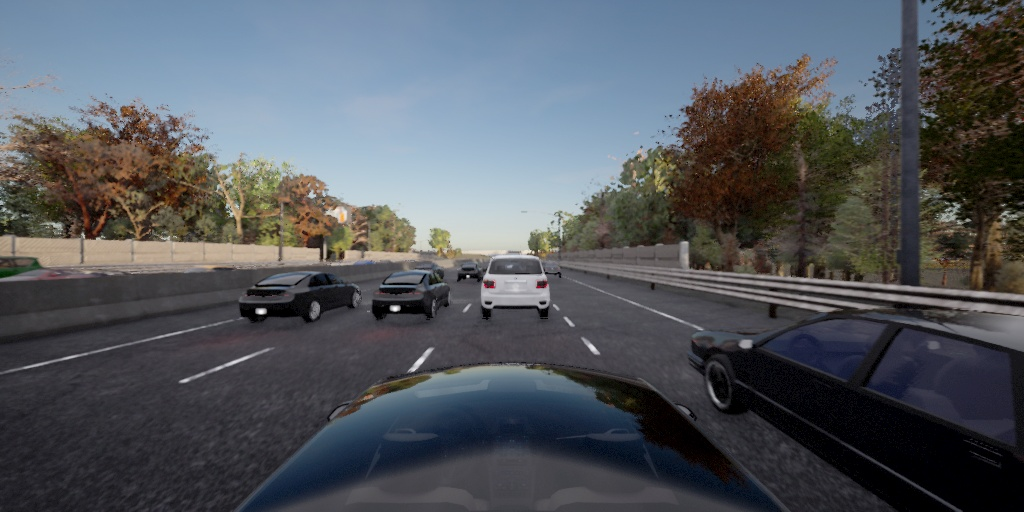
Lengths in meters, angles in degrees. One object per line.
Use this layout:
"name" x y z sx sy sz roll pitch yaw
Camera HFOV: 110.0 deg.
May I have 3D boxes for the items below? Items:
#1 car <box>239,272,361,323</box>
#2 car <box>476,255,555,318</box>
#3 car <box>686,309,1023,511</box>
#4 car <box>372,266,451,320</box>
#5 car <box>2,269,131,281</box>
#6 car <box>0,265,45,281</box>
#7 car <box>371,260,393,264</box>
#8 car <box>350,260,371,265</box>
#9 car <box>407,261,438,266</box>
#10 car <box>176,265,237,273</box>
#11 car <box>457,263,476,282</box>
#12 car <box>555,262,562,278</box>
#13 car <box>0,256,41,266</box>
"car" -6.899 1.281 12.283 1.837 1.490 4.892 0 0 0
"car" 0.089 1.000 13.182 2.150 2.045 5.566 0 0 0
"car" 3.365 1.136 2.737 2.033 1.411 5.357 0 0 2
"car" -3.399 1.283 12.853 1.837 1.490 4.892 0 0 0
"car" -21.099 1.393 17.939 1.895 1.301 4.718 0 0 0
"car" -24.597 1.359 18.989 1.994 1.385 4.181 0 0 0
"car" -21.028 1.428 59.211 1.837 1.490 4.892 0 0 1
"car" -24.518 1.403 59.748 1.882 1.535 5.008 0 0 1
"car" -6.896 1.320 30.035 2.128 1.511 4.902 0 0 0
"car" -17.597 1.277 20.540 1.882 1.535 5.008 0 0 0
"car" -3.399 1.334 30.082 1.837 1.490 4.892 0 0 0
"car" 3.502 1.223 33.382 2.033 1.411 5.357 0 0 0
"car" -28.098 1.015 18.462 2.150 2.045 5.566 0 0 0
